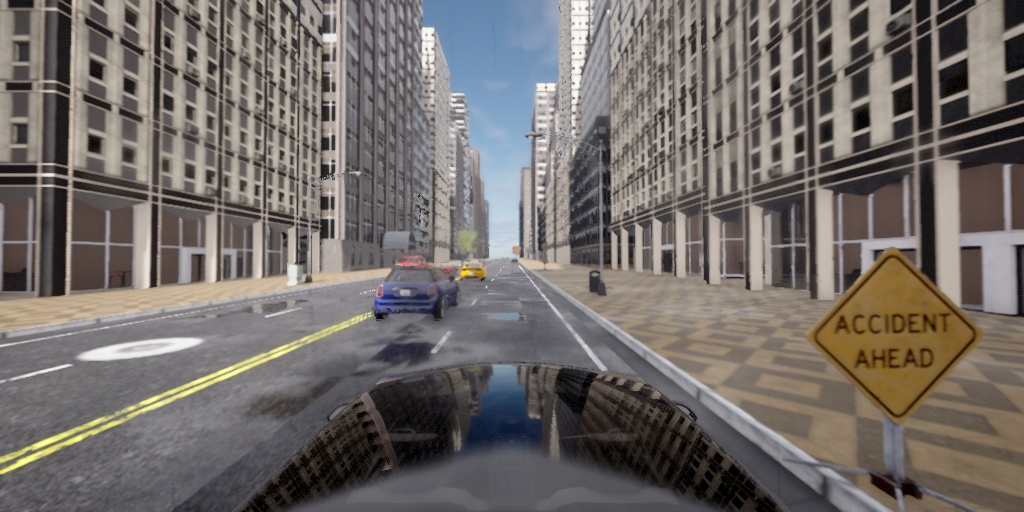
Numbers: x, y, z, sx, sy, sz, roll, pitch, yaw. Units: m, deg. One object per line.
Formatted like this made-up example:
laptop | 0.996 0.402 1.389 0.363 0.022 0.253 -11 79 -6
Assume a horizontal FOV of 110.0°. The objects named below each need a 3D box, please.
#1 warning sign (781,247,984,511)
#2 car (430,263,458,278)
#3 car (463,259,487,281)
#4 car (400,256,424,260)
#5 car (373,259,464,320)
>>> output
warning sign | 2.851 0.865 2.668 1.300 1.860 1.060 0 0 0
car | -6.648 1.394 35.638 1.895 1.301 4.718 0 0 0
car | -3.199 1.263 30.620 1.882 1.535 5.008 0 0 0
car | -9.899 1.015 35.142 2.150 2.045 5.566 0 0 0
car | -3.175 1.114 12.807 2.097 1.767 4.553 0 0 0
